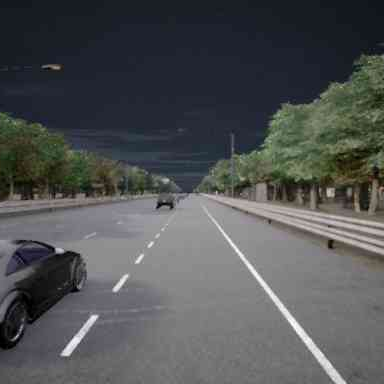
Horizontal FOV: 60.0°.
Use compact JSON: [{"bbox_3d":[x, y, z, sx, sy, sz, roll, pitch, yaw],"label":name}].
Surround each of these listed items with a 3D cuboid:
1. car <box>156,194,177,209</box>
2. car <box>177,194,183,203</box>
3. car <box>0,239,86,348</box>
[{"bbox_3d":[-3.534,1.238,45.069,2.150,2.045,5.566,0,0,0],"label":"car"},{"bbox_3d":[-3.536,1.584,70.210,2.033,1.411,5.357,0,0,0],"label":"car"},{"bbox_3d":[-3.505,1.565,6.266,1.994,1.385,4.181,0,0,0],"label":"car"}]
